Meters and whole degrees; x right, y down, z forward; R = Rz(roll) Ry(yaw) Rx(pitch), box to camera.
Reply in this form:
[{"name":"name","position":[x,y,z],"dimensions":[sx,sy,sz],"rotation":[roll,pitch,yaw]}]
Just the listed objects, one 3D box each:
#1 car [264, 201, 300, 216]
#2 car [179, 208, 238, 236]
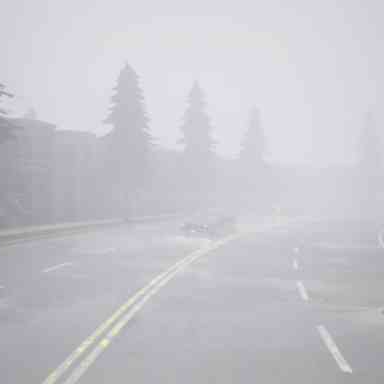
[{"name":"car","position":[10.073,1.750,37.148],"dimensions":[4.553,1.767,2.097],"rotation":[1,0,-42]},{"name":"car","position":[1.185,1.684,19.748],"dimensions":[2.033,1.411,5.357],"rotation":[0,0,26]}]
